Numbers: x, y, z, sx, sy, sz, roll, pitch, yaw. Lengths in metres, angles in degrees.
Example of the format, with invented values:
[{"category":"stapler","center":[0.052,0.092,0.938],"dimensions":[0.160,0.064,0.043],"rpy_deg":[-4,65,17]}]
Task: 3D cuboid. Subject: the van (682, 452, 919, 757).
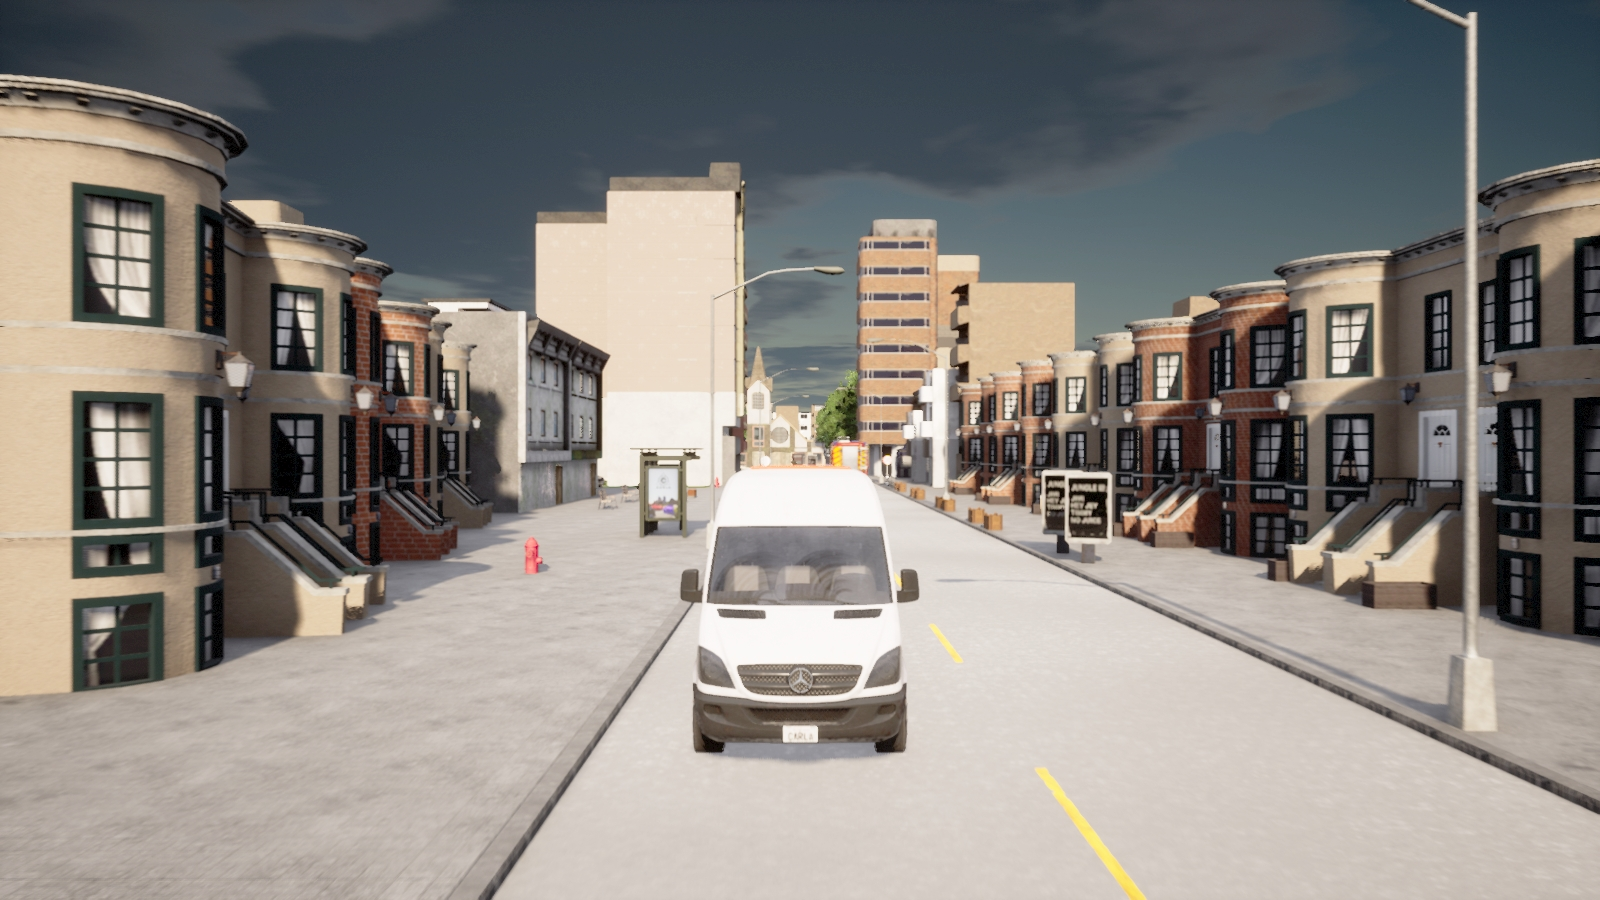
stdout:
[{"category":"van","center":[0.005,1.305,12.582],"dimensions":[1.988,2.561,5.915],"rpy_deg":[0,0,0]}]
